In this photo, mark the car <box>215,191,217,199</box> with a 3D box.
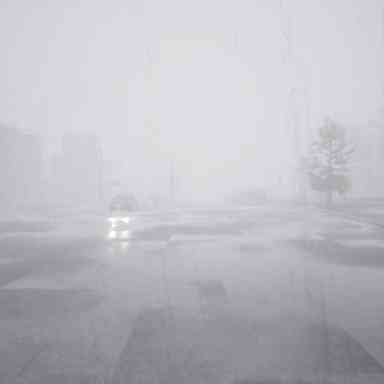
[{"bbox_3d":[8.266,0.899,70.058,5.366,1.575,1.946,1,-1,-20],"label":"car"}]

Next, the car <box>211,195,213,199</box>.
[{"bbox_3d":[8.123,0.729,78.939,5.566,2.045,2.435,1,-1,-20],"label":"car"}]

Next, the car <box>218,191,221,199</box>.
[{"bbox_3d":[8.123,0.727,64.043,4.553,1.767,2.185,1,0,-20],"label":"car"}]

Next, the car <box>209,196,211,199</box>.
[{"bbox_3d":[8.075,0.809,84.863,5.566,2.045,2.435,1,-1,-20],"label":"car"}]

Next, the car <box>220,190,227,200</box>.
[{"bbox_3d":[7.915,0.775,55.032,5.366,1.575,1.946,1,0,-20],"label":"car"}]

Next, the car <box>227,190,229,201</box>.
[{"bbox_3d":[8.082,0.774,49.145,4.674,1.452,2.002,1,-1,-20],"label":"car"}]

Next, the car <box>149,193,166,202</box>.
[{"bbox_3d":[-5.854,0.858,54.890,1.812,1.442,4.674,0,1,0],"label":"car"}]

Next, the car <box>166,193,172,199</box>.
[{"bbox_3d":[-5.863,0.893,81.646,1.882,1.535,5.008,0,-1,0],"label":"car"}]

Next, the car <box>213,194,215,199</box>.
[{"bbox_3d":[8.100,0.950,75.945,5.008,1.535,2.097,1,0,-20],"label":"car"}]

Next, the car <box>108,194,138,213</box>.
[{"bbox_3d":[-5.860,0.919,28.764,2.128,1.511,4.902,-1,2,0],"label":"car"}]

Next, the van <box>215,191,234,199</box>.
[{"bbox_3d":[7.991,0.790,81.861,4.442,1.987,1.878,1,-1,-20],"label":"van"}]

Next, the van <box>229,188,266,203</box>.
[{"bbox_3d":[7.979,0.483,46.122,4.442,1.987,1.878,1,0,-20],"label":"van"}]
